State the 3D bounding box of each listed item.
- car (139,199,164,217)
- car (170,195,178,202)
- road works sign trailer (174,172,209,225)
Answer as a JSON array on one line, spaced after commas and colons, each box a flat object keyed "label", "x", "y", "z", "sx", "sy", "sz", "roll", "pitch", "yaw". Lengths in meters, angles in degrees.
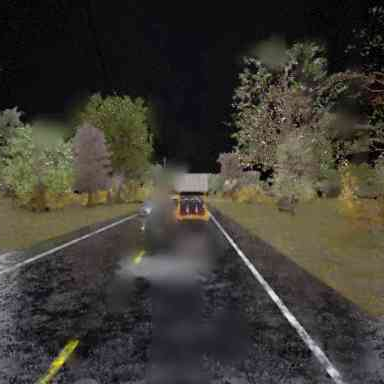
[{"label": "car", "x": -3.597, "y": 1.406, "z": 30.185, "sx": 2.128, "sy": 1.511, "sz": 4.902, "roll": 0, "pitch": 0, "yaw": 0}, {"label": "car", "x": -3.503, "y": 1.315, "z": 69.451, "sx": 1.882, "sy": 1.535, "sz": 5.008, "roll": 0, "pitch": 0, "yaw": 0}, {"label": "road works sign trailer", "x": 0.004, "y": 0.395, "z": 23.263, "sx": 2.380, "sy": 3.560, "sz": 2.880, "roll": 0, "pitch": 0, "yaw": 0}]
